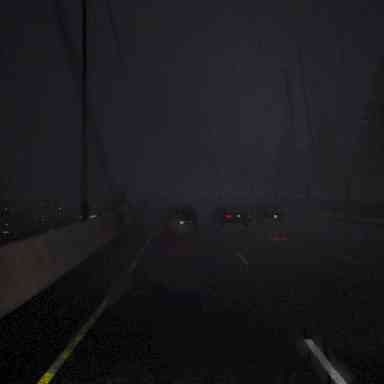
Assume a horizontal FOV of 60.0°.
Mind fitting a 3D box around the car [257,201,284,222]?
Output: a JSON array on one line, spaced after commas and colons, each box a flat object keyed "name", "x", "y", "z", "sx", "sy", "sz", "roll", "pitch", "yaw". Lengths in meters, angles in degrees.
[{"name": "car", "x": 5.507, "y": 1.468, "z": 25.808, "sx": 1.837, "sy": 1.490, "sz": 4.892, "roll": 0, "pitch": 0, "yaw": -9}]

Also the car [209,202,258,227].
[{"name": "car", "x": 2.494, "y": 1.515, "z": 22.740, "sx": 2.033, "sy": 1.411, "sz": 5.357, "roll": 0, "pitch": 0, "yaw": -8}]

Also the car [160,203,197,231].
[{"name": "car", "x": -0.800, "y": 1.476, "z": 20.585, "sx": 1.837, "sy": 1.490, "sz": 4.892, "roll": 0, "pitch": 0, "yaw": -7}]

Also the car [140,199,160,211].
[{"name": "car", "x": -5.099, "y": 1.545, "z": 40.150, "sx": 1.895, "sy": 1.301, "sz": 4.718, "roll": 0, "pitch": 0, "yaw": -18}]
